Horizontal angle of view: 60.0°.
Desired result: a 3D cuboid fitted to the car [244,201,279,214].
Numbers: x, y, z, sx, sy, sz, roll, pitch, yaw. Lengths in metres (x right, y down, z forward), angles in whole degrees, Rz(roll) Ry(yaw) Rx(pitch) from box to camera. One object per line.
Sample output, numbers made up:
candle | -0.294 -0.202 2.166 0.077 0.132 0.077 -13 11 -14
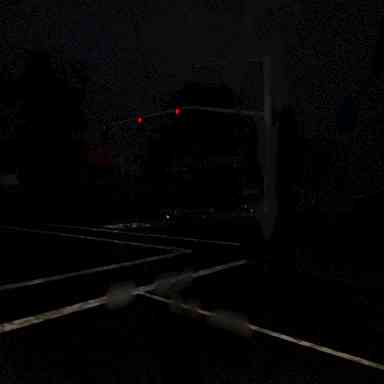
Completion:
car | 7.626 1.607 36.187 1.895 1.301 4.718 0 0 41

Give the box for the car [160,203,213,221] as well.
car | -0.391 1.607 26.968 1.895 1.301 4.718 0 0 41

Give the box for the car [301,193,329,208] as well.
car | 17.751 1.230 47.799 2.150 2.045 5.566 0 0 42
